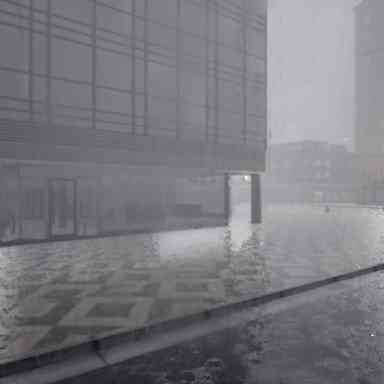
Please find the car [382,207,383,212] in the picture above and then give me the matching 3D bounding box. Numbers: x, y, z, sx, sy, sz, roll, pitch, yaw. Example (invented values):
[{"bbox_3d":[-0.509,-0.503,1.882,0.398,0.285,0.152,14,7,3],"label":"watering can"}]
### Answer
[{"bbox_3d":[20.366,1.545,30.733,1.837,1.490,4.892,0,2,-35],"label":"car"}]
